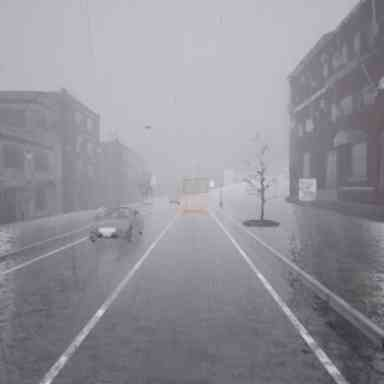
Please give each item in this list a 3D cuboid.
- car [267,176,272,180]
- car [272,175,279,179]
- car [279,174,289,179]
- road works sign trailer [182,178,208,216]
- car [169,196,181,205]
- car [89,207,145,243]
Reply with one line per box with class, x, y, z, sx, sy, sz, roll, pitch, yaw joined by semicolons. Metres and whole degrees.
car;23.072;-3.783;92.549;2.002;1.452;4.674;0;1;-2
car;23.366;-3.720;87.009;2.097;1.535;5.008;0;1;-3
car;23.776;-3.743;81.498;2.185;1.767;4.553;0;1;-4
road works sign trailer;0.366;0.455;32.161;2.380;3.560;2.880;0;0;1
car;-2.953;1.477;57.440;1.837;1.490;4.892;0;0;1
car;-3.446;1.477;16.014;2.128;1.511;4.902;0;0;1
